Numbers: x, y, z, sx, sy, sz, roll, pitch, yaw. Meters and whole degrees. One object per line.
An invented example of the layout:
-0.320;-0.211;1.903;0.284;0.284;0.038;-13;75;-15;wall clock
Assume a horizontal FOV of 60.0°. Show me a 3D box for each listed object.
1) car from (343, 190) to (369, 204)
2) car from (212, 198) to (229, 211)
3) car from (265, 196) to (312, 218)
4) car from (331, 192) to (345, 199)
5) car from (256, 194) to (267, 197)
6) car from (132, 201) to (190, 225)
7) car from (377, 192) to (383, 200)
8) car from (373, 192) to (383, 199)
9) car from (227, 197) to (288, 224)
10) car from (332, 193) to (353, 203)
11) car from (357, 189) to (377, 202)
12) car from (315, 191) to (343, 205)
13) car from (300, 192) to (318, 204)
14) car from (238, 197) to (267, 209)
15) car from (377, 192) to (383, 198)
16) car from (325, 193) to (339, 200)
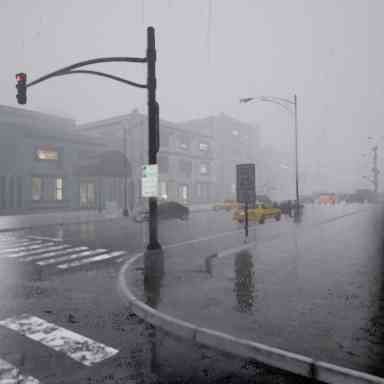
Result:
22.875;0.922;46.469;1.837;1.490;4.892;-1;0;36;car
3.941;1.285;35.423;1.752;1.417;4.829;-1;0;36;car
7.566;1.214;26.158;2.008;1.369;4.403;-1;0;36;car
33.310;0.738;75.846;1.967;1.590;4.097;-1;0;36;car
6.605;1.057;34.689;2.097;1.767;4.553;-1;0;36;car
-1.986;1.369;22.870;1.812;1.442;4.674;-1;0;36;car
33.581;0.567;61.967;2.192;1.841;5.009;-1;0;36;car
40.088;0.717;70.920;1.947;1.339;4.313;-1;0;36;car
4.413;1.239;21.819;1.752;1.417;4.829;-1;0;36;car
24.494;0.898;53.884;2.128;1.511;4.902;-1;0;36;car
26.971;0.573;52.180;2.150;2.045;5.566;-1;0;36;car
19.248;0.841;46.662;2.097;1.767;4.553;-1;0;35;car
15.894;1.122;47.327;1.994;1.385;4.181;-1;0;37;car
7.294;1.288;40.038;1.802;1.307;4.206;-1;0;36;car
43.165;0.649;75.143;1.887;1.381;4.507;-1;0;36;car
30.058;0.930;71.371;1.802;1.307;4.206;-1;0;36;car
